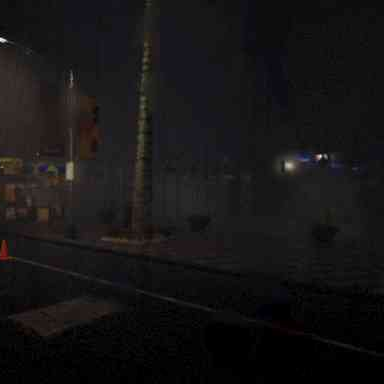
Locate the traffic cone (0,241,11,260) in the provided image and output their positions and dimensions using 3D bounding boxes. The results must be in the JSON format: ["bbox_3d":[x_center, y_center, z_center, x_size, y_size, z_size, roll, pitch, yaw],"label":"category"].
[{"bbox_3d":[-6.150,1.894,10.926,0.340,0.580,0.340,1,0,37],"label":"traffic cone"}]
